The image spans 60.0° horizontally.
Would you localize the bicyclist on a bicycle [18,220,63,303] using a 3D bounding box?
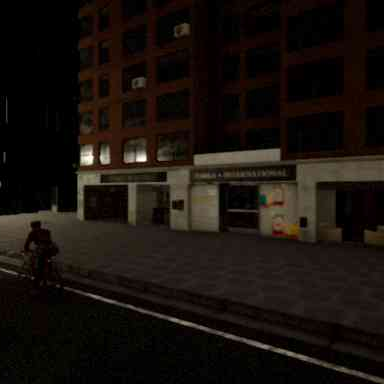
[{"bbox_3d":[-3.166,1.410,6.922,1.656,1.620,0.582,0,0,36],"label":"bicyclist on a bicycle"}]
